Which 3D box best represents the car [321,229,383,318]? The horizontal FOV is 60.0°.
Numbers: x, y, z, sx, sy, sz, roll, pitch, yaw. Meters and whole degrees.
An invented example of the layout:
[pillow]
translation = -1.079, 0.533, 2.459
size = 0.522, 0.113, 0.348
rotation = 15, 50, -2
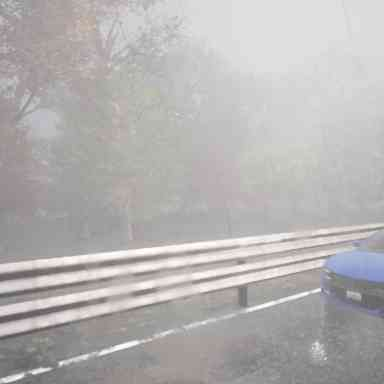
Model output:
[car]
translation = 4.780, 1.484, 7.093
size = 5.008, 1.535, 1.882
rotation = 0, 0, -35
